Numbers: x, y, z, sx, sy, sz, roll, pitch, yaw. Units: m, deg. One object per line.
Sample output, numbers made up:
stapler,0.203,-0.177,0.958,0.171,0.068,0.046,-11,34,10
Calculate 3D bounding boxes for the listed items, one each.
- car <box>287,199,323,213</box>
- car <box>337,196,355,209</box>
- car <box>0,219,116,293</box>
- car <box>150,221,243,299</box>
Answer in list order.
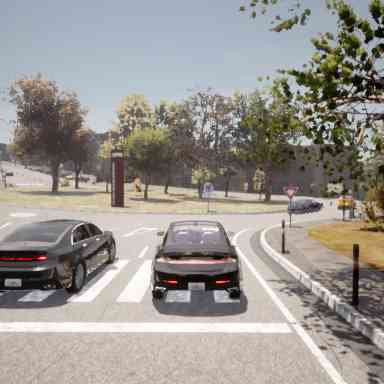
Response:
car,12.025,1.415,35.201,2.033,1.411,5.357,2,3,43
car,18.847,1.177,40.654,1.882,1.535,5.008,1,2,23
car,-3.370,1.474,8.779,1.837,1.490,4.892,0,0,1
car,0.097,1.463,8.377,2.128,1.511,4.902,0,0,0
